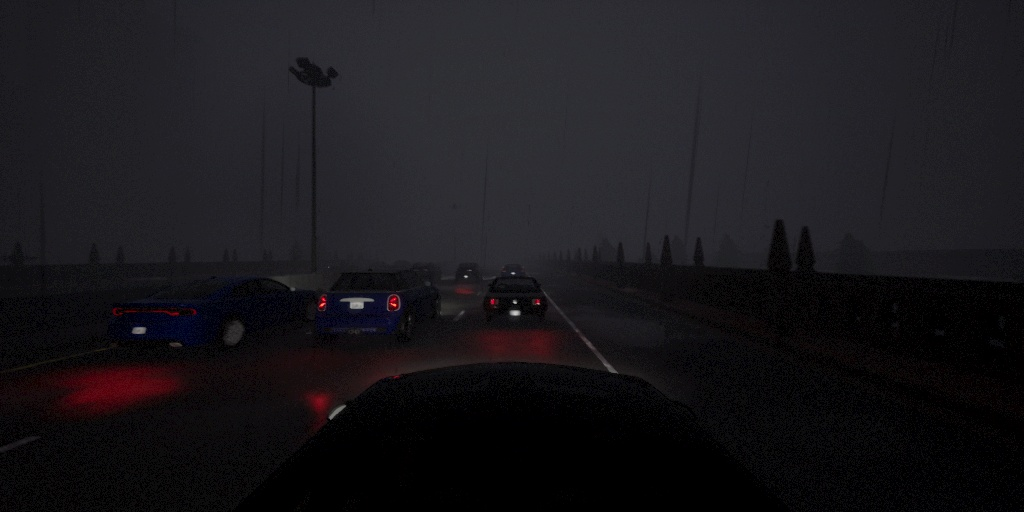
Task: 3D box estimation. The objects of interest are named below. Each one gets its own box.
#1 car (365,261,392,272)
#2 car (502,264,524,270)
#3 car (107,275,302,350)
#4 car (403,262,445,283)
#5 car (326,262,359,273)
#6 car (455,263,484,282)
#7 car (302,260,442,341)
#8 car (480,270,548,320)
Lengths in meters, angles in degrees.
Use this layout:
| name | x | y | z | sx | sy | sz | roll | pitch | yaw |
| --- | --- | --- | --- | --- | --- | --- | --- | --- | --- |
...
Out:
| name | x | y | z | sx | sy | sz | roll | pitch | yaw |
| --- | --- | --- | --- | --- | --- | --- | --- | --- | --- |
| car | -17.587 | 1.374 | 47.416 | 1.994 | 1.385 | 4.181 | 0 | 0 | 0 |
| car | 0.092 | 1.334 | 29.981 | 1.994 | 1.385 | 4.181 | 0 | 0 | 0 |
| car | -6.903 | 1.227 | 9.113 | 1.882 | 1.535 | 5.008 | 0 | 0 | 0 |
| car | -6.908 | 1.259 | 28.720 | 2.128 | 1.511 | 4.902 | 0 | 0 | 0 |
| car | -21.092 | 1.402 | 44.825 | 1.895 | 1.301 | 4.718 | 0 | 0 | 0 |
| car | -3.408 | 1.273 | 28.935 | 1.837 | 1.490 | 4.892 | 0 | 0 | 0 |
| car | -3.402 | 1.103 | 9.980 | 2.097 | 1.767 | 4.553 | 0 | 0 | 0 |
| car | 0.097 | 1.353 | 12.548 | 1.895 | 1.301 | 4.718 | 0 | 0 | 0 |
